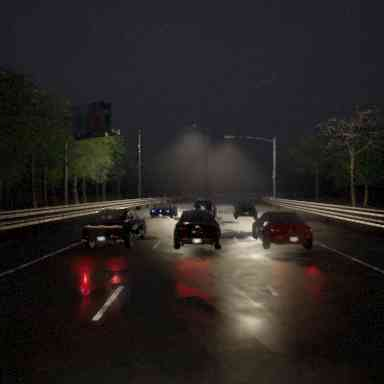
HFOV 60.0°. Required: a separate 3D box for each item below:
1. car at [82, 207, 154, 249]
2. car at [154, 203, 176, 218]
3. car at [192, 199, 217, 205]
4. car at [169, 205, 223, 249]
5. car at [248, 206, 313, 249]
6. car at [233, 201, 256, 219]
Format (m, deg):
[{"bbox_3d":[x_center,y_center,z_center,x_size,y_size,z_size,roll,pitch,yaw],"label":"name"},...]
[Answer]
[{"bbox_3d":[-3.227,1.493,14.570,2.128,1.511,4.902,0,0,2],"label":"car"},{"bbox_3d":[-2.404,1.617,29.512,1.895,1.301,4.718,0,0,4],"label":"car"},{"bbox_3d":[1.082,1.367,29.196,2.097,1.767,4.553,0,0,4],"label":"car"},{"bbox_3d":[0.271,1.515,14.441,1.837,1.490,4.892,0,0,2],"label":"car"},{"bbox_3d":[3.768,1.531,14.313,1.812,1.442,4.674,0,0,2],"label":"car"},{"bbox_3d":[4.575,1.534,28.970,1.812,1.442,4.674,0,0,4],"label":"car"}]
